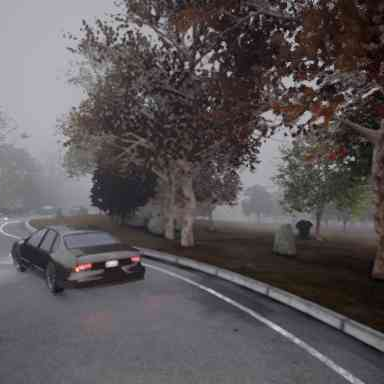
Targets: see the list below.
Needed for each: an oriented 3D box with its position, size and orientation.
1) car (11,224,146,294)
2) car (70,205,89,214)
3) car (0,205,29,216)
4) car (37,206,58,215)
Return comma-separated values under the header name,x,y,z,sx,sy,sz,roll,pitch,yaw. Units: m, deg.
name,x,y,z,sx,sy,sz,roll,pitch,yaw
car,-3.332,1.586,9.009,2.033,1.411,5.357,0,0,-40
car,-17.460,2.869,51.636,2.128,1.511,4.902,0,-5,-2
car,-20.761,2.121,38.254,1.895,1.301,4.718,0,-3,-1
car,-21.079,2.724,49.187,1.812,1.442,4.674,0,-4,-2
